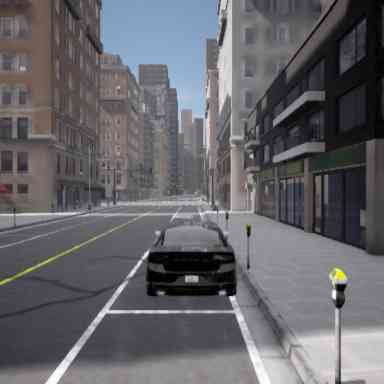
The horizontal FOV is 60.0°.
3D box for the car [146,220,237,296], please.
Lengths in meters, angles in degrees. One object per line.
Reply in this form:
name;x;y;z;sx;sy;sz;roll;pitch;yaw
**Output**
car;-0.006;1.468;8.650;1.882;1.535;5.008;0;0;0
